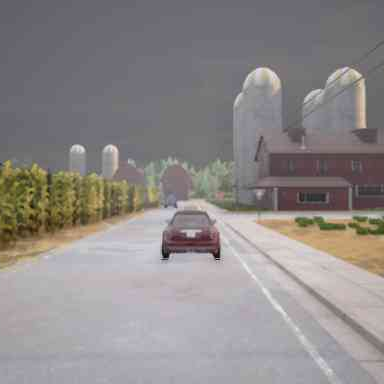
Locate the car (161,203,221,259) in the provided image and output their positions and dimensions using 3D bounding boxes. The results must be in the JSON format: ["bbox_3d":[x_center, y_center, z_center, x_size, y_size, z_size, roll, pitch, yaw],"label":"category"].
[{"bbox_3d":[-0.025,1.503,13.445,2.097,1.767,4.553,0,-1,0],"label":"car"}]

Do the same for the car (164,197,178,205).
[{"bbox_3d":[-3.731,1.889,59.094,2.150,2.045,5.566,0,-1,0],"label":"car"}]

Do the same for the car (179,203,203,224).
[{"bbox_3d":[-0.072,1.806,29.263,1.882,1.535,5.008,0,0,0],"label":"car"}]
